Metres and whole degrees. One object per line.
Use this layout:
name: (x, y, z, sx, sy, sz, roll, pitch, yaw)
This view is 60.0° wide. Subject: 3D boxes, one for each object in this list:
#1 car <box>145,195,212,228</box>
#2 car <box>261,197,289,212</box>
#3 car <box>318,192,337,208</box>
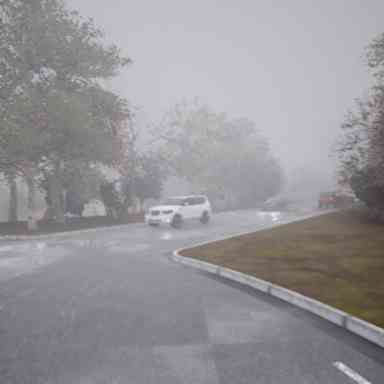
car: (-0.777, 1.276, 23.059, 2.150, 2.045, 5.566, -1, 0, 35)
car: (9.376, 1.387, 37.508, 1.837, 1.490, 4.892, -1, 0, 35)
car: (18.263, 0.946, 43.855, 2.150, 2.045, 5.566, -1, 0, 36)
